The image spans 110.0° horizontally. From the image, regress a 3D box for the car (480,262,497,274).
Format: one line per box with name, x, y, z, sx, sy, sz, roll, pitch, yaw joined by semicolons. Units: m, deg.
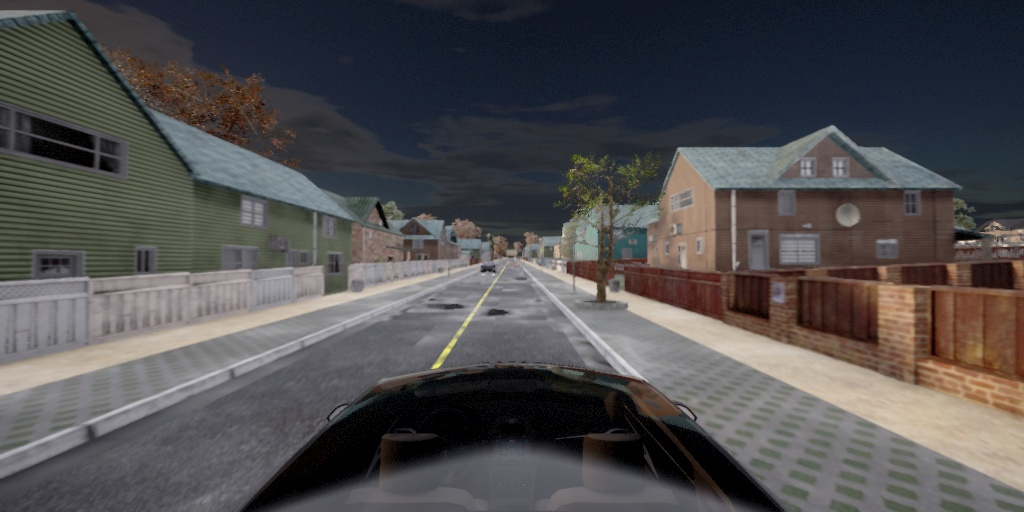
car;-2.847;1.415;43.940;2.033;1.411;5.357;0;0;0
